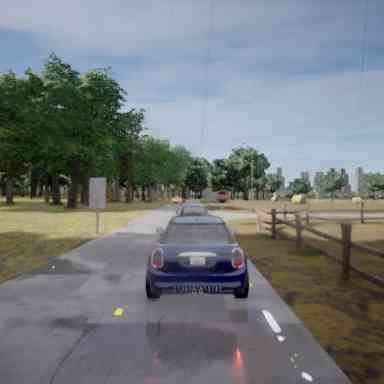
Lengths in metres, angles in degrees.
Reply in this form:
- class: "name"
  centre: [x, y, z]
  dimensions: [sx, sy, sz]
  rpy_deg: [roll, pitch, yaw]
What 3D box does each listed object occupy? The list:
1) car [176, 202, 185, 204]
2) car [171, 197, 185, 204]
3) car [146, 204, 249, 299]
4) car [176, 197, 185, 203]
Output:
- class: "car"
  centre: [0.126, 1.502, 18.401]
  dimensions: [1.837, 1.490, 4.892]
  rpy_deg: [0, 0, 0]
- class: "car"
  centre: [-2.713, 1.609, 60.235]
  dimensions: [1.882, 1.535, 5.008]
  rpy_deg: [0, 0, 1]
- class: "car"
  centre: [0.109, 1.347, 8.563]
  dimensions: [2.097, 1.767, 4.553]
  rpy_deg: [0, 0, 0]
- class: "car"
  centre: [-2.637, 1.794, 76.038]
  dimensions: [1.994, 1.385, 4.181]
  rpy_deg: [0, 0, 0]
